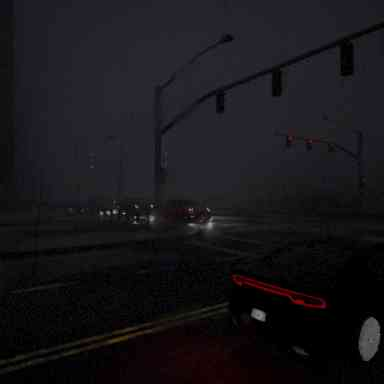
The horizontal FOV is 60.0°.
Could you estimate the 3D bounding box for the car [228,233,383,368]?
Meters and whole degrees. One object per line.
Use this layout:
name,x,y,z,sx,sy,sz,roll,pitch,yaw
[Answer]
car,2.897,1.478,5.861,5.008,1.535,1.882,0,0,-36

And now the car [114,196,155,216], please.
car,-5.628,1.353,33.294,2.097,1.767,4.553,0,0,-36

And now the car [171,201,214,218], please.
car,-0.024,1.565,31.488,1.994,1.385,4.181,0,0,-36

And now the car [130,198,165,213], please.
car,-5.254,1.479,38.782,1.882,1.535,5.008,0,0,-36

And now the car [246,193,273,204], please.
car,12.254,1.398,60.363,1.970,1.475,3.806,0,0,-36

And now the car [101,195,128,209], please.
car,-10.951,1.355,46.740,2.097,1.767,4.553,0,0,-36

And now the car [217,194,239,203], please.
car,8.191,1.398,76.010,1.970,1.475,3.806,0,0,-36

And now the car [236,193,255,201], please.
car,12.705,1.157,79.287,1.932,1.855,4.605,0,0,-36

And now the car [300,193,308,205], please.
car,25.965,1.157,70.240,1.932,1.855,4.605,0,0,-36

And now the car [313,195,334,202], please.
car,28.361,1.368,71.868,1.784,1.438,3.905,0,0,-36

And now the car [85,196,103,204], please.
car,-18.818,1.506,64.018,1.837,1.490,4.892,0,0,-35

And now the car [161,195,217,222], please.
car,-0.490,1.353,26.136,2.097,1.767,4.553,0,0,-36

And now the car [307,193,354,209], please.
car,17.795,1.156,42.931,1.932,1.855,4.605,0,0,-36

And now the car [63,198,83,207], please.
car,-18.063,1.601,50.697,1.895,1.301,4.718,0,0,-35

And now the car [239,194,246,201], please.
car,10.549,1.367,77.689,1.784,1.438,3.905,0,0,-36

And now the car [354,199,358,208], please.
car,20.184,1.159,44.566,1.905,1.878,3.866,0,0,-36

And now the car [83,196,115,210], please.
car,-11.497,1.492,41.483,2.128,1.511,4.902,0,0,-36
